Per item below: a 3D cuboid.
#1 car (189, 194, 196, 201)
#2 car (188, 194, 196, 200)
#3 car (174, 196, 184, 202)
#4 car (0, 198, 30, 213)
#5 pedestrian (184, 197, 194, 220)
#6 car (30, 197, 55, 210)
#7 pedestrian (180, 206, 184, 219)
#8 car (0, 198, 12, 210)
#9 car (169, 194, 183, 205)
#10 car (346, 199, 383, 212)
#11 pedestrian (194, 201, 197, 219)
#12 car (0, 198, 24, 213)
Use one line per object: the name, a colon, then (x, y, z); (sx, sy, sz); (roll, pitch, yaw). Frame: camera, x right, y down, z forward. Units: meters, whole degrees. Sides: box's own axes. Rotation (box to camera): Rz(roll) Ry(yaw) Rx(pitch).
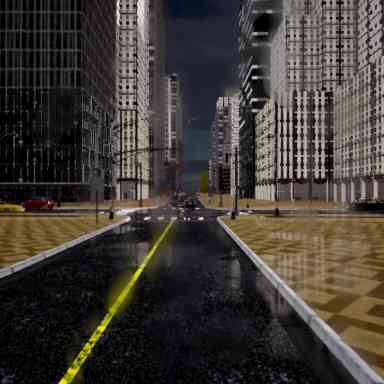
car: (0.045, 1.516, 83.163); (2.033, 1.411, 5.357); (0, 0, 0)
car: (0.051, 1.338, 93.584); (2.128, 1.511, 4.902); (0, 0, 0)
car: (-2.959, 1.527, 74.956); (2.033, 1.411, 5.357); (0, 0, 0)
car: (-18.877, 1.414, 32.332); (4.829, 1.417, 1.752); (0, -1, -1)
pedestrian: (-0.250, 1.291, 26.631); (0.375, 1.860, 0.375); (0, 0, 0)
car: (-19.183, 1.359, 40.968); (4.097, 1.590, 1.967); (0, -1, -1)
pedestrian: (-0.776, 1.669, 27.884); (0.500, 1.100, 0.500); (0, 0, 0)
car: (-24.860, 1.436, 40.847); (4.403, 1.369, 2.008); (0, -1, -1)
car: (-3.040, 1.344, 59.818); (2.097, 1.767, 4.553); (0, 0, 0)
car: (20.614, 1.596, 38.869); (4.902, 1.511, 2.128); (0, 0, -1)
pedestrian: (0.051, 1.292, 27.282); (0.375, 1.860, 0.375); (0, 0, 0)
car: (-20.593, 1.393, 35.022); (4.892, 1.490, 1.837); (0, 0, -1)
